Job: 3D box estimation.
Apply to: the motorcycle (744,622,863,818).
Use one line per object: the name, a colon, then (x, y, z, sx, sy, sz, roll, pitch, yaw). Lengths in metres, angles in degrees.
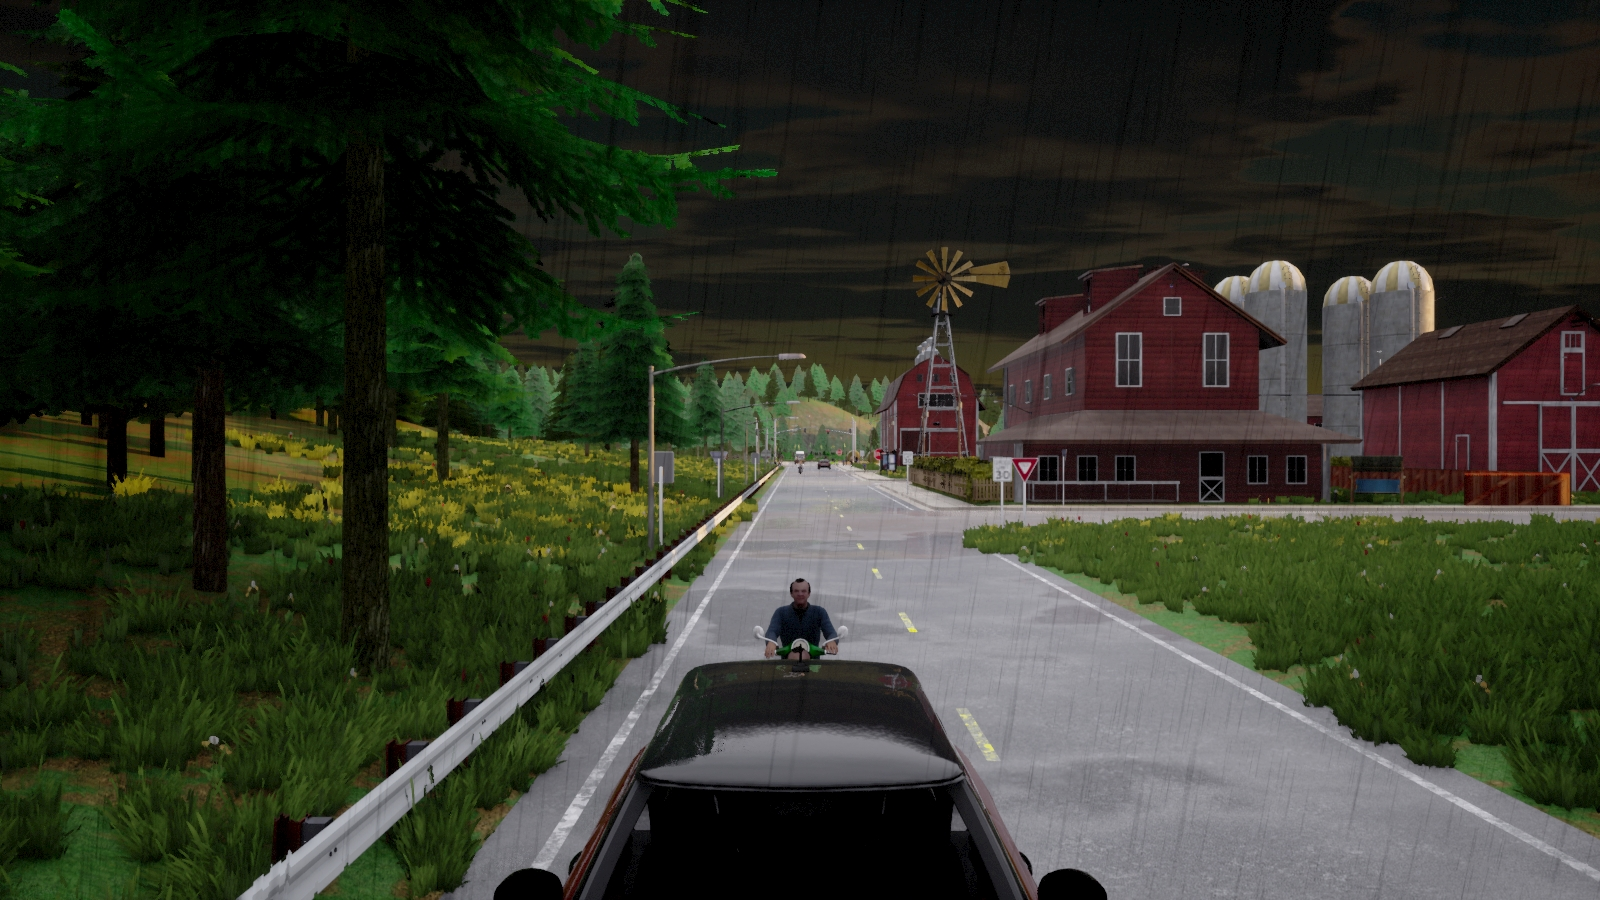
motorcycle: (0.025, 2.229, 9.842, 0.867, 1.251, 2.209, -2, -3, 0)

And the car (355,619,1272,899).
car: (0.032, 1.899, 4.503, 2.097, 1.767, 4.553, 0, 0, 0)
